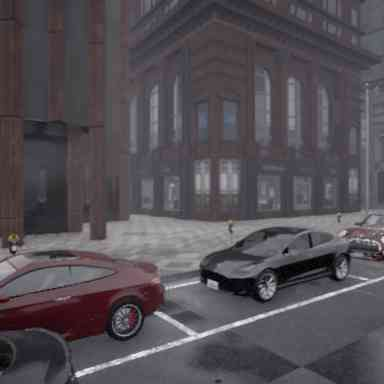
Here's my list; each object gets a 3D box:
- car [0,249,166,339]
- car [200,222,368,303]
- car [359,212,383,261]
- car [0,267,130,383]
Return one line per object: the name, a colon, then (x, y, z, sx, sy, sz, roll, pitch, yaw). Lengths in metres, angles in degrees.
car: (-2.380, 1.581, 4.952, 4.206, 1.307, 1.802, 0, 0, -35)
car: (2.209, 1.557, 8.225, 4.313, 1.339, 1.947, 0, 0, -35)
car: (6.798, 1.424, 11.497, 4.097, 1.590, 1.967, 0, 0, -35)
car: (-2.816, 1.528, 1.371, 4.674, 1.442, 1.812, 0, 0, -36)
